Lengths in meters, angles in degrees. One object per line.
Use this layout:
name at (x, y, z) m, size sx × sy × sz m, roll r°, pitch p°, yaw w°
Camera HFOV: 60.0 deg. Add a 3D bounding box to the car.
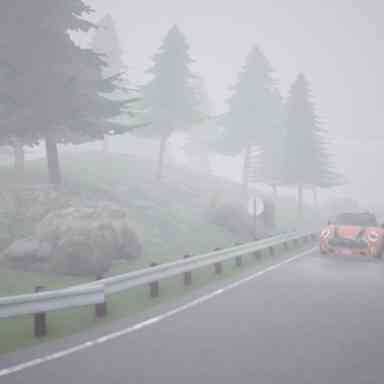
car at (6.732, 1.558, 13.505) m, size 2.097 × 1.767 × 4.553 m, roll 0°, pitch -1°, yaw 36°
